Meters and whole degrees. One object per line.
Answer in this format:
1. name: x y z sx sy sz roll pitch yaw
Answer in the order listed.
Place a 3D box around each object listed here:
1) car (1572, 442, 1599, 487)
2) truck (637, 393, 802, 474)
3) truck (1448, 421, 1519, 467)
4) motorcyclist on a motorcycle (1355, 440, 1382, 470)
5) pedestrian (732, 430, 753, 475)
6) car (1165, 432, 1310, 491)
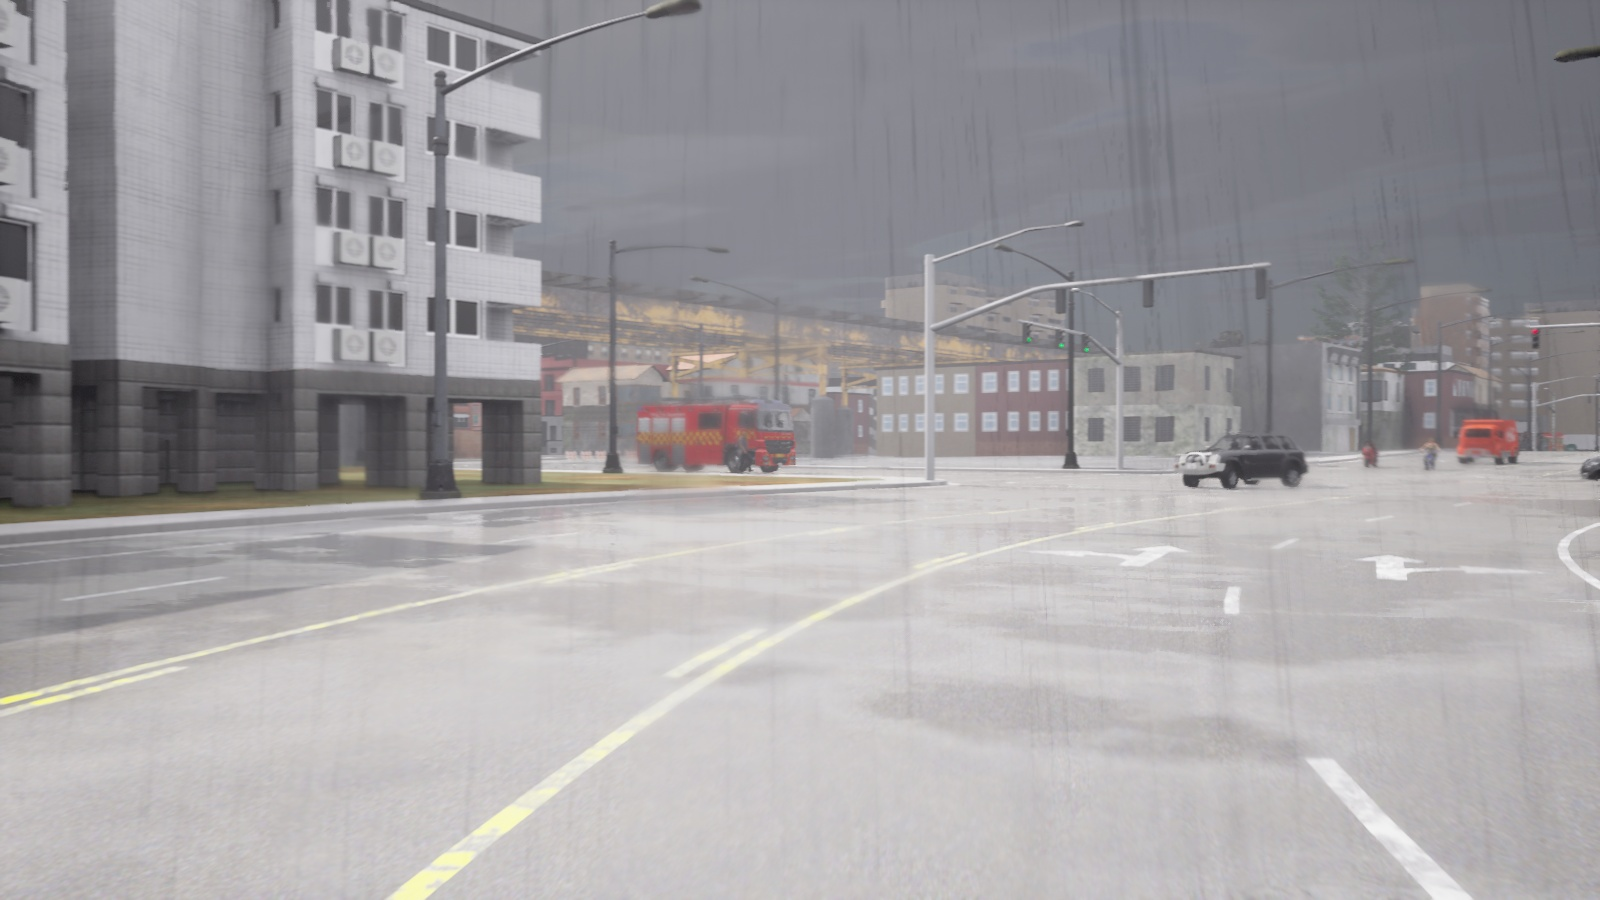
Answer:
1. car: 28.740 0.490 41.863 4.902 1.511 2.128 0 1 38
2. truck: -4.151 -0.783 63.023 8.468 3.827 2.891 0 0 38
3. truck: 38.787 -0.381 71.173 2.627 2.467 5.204 0 1 39
4. motorcyclist on a motorcycle: 29.661 0.262 65.486 0.797 1.523 2.044 0 1 39
5. pedestrian: -2.386 0.095 52.394 0.694 1.848 0.540 0 0 37
6. car: 14.435 0.343 41.356 4.605 1.855 1.932 0 0 -29
